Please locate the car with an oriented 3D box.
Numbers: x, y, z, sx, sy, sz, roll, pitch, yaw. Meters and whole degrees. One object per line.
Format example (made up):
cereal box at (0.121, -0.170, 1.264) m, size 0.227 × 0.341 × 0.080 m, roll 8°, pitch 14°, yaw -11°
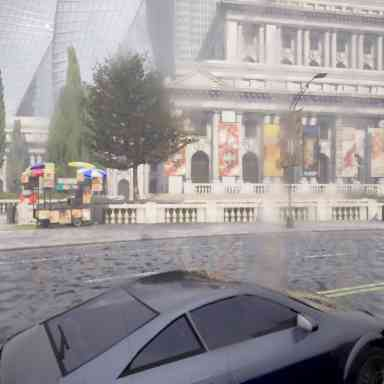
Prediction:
car at (0.252, 1.563, 3.540) m, size 4.181 × 1.385 × 1.994 m, roll 0°, pitch 0°, yaw -31°
